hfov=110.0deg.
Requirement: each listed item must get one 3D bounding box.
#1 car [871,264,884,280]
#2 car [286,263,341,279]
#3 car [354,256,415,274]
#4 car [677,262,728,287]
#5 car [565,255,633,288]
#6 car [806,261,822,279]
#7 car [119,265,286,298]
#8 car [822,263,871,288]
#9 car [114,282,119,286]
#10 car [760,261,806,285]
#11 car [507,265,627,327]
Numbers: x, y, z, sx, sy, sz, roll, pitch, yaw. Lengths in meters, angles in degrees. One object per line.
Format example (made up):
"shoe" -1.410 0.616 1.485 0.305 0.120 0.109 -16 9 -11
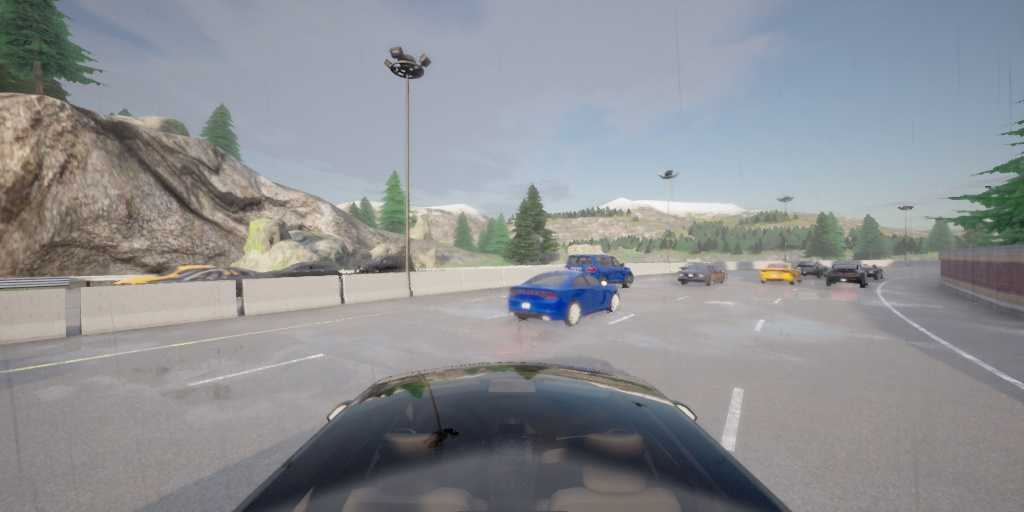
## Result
"car" 30.452 1.351 30.883 4.718 1.301 1.895 0 0 -39
"car" -14.622 1.255 25.081 1.837 1.490 4.892 0 0 38
"car" -11.919 0.971 33.976 2.150 2.045 5.566 0 0 41
"car" 13.339 1.297 24.982 2.033 1.411 5.357 0 0 45
"car" 5.244 0.964 21.456 2.150 2.045 5.566 0 -1 42
"car" 27.742 1.241 33.176 4.902 1.511 2.128 0 0 -39
"car" -13.030 1.241 15.438 2.128 1.511 4.902 0 0 35
"car" 22.502 1.255 24.062 4.892 1.490 1.837 0 0 -43
"car" -15.817 1.227 17.571 1.882 1.535 5.008 0 0 35
"car" 19.790 1.228 26.313 5.008 1.535 1.882 0 0 -44
"car" 1.885 1.228 11.819 1.882 1.535 5.008 0 0 37
